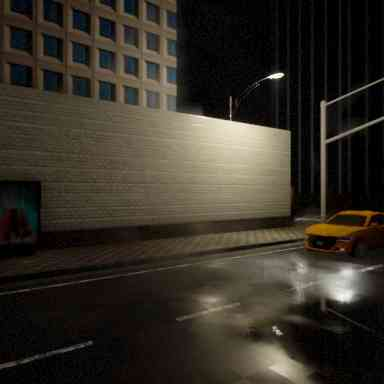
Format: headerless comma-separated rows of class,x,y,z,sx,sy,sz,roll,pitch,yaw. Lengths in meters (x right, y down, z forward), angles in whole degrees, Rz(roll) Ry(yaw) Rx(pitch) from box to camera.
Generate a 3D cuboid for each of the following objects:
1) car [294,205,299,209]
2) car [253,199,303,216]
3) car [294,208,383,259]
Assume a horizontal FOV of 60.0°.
car,8.125,1.619,30.113,1.994,1.385,4.181,0,0,-36
car,8.945,1.533,34.969,1.882,1.535,5.008,0,0,-36
car,6.362,1.477,12.812,5.008,1.535,1.882,0,0,-37
